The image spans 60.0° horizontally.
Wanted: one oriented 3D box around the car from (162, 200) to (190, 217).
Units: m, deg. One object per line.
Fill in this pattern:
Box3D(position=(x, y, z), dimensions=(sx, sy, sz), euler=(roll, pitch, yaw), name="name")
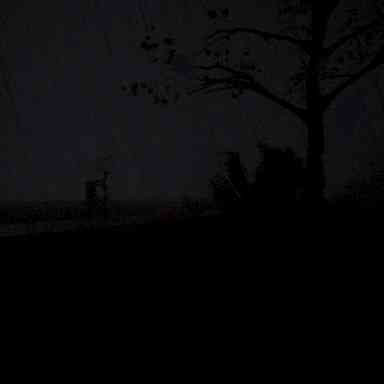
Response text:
Box3D(position=(-0.821, 1.555, 32.138), dimensions=(1.882, 1.535, 5.008), euler=(0, 0, 35), name="car")
